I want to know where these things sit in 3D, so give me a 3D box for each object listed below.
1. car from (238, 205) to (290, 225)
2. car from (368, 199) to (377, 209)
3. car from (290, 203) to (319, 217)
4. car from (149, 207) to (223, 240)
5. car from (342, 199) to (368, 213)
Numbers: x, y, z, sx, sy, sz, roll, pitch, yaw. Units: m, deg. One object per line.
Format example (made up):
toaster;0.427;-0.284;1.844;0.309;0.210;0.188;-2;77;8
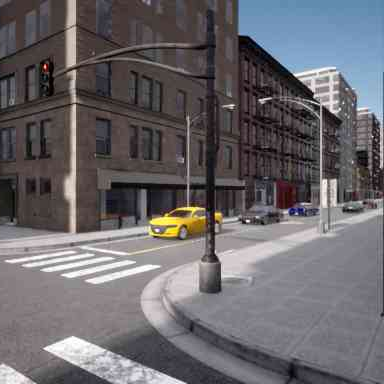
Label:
car;5.533;1.704;25.949;2.033;1.411;5.357;0;0;35
car;27.666;1.845;51.915;1.837;1.490;4.892;0;0;36
car;11.521;1.816;34.329;1.895;1.301;4.718;0;0;36
car;-0.208;1.576;17.891;1.882;1.535;5.008;0;0;35
car;19.942;1.835;41.076;1.994;1.385;4.181;0;0;36
